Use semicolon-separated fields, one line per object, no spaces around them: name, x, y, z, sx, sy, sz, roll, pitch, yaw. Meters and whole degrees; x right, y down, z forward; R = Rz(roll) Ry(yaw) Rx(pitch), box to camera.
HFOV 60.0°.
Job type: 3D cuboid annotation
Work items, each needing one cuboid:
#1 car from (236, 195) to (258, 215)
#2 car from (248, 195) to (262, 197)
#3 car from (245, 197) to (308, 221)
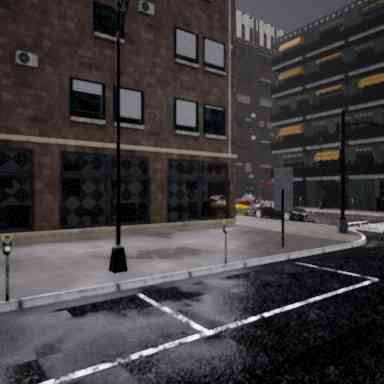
car;3.178;1.213;28.685;1.752;1.417;4.829;1;0;-36
car;6.575;1.046;38.237;1.967;1.590;4.097;1;0;-36
car;6.365;1.314;24.329;2.008;1.369;4.403;1;0;-36
